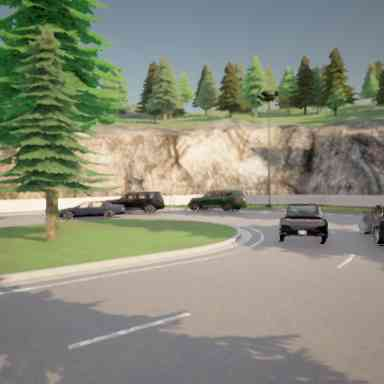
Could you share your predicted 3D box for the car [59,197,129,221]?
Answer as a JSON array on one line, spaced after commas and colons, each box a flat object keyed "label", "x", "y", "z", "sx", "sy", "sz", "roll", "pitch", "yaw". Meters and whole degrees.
[{"label": "car", "x": -7.941, "y": 1.390, "z": 26.002, "sx": 5.357, "sy": 1.411, "sz": 2.033, "roll": -1, "pitch": 0, "yaw": -19}]

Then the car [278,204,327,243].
[{"label": "car", "x": 4.867, "y": 1.255, "z": 14.745, "sx": 2.128, "sy": 1.511, "sz": 4.902, "roll": 0, "pitch": 1, "yaw": 18}]

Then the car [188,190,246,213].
[{"label": "car", "x": 2.371, "y": 0.838, "z": 31.722, "sx": 5.566, "sy": 2.045, "sz": 2.150, "roll": -1, "pitch": 0, "yaw": 26}]

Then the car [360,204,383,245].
[{"label": "car", "x": 8.255, "y": 1.228, "z": 13.569, "sx": 1.837, "sy": 1.490, "sz": 4.892, "roll": 1, "pitch": 1, "yaw": 18}]

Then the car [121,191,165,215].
[{"label": "car", "x": -5.236, "y": 0.979, "z": 29.872, "sx": 5.566, "sy": 2.045, "sz": 2.150, "roll": -1, "pitch": 0, "yaw": 0}]
